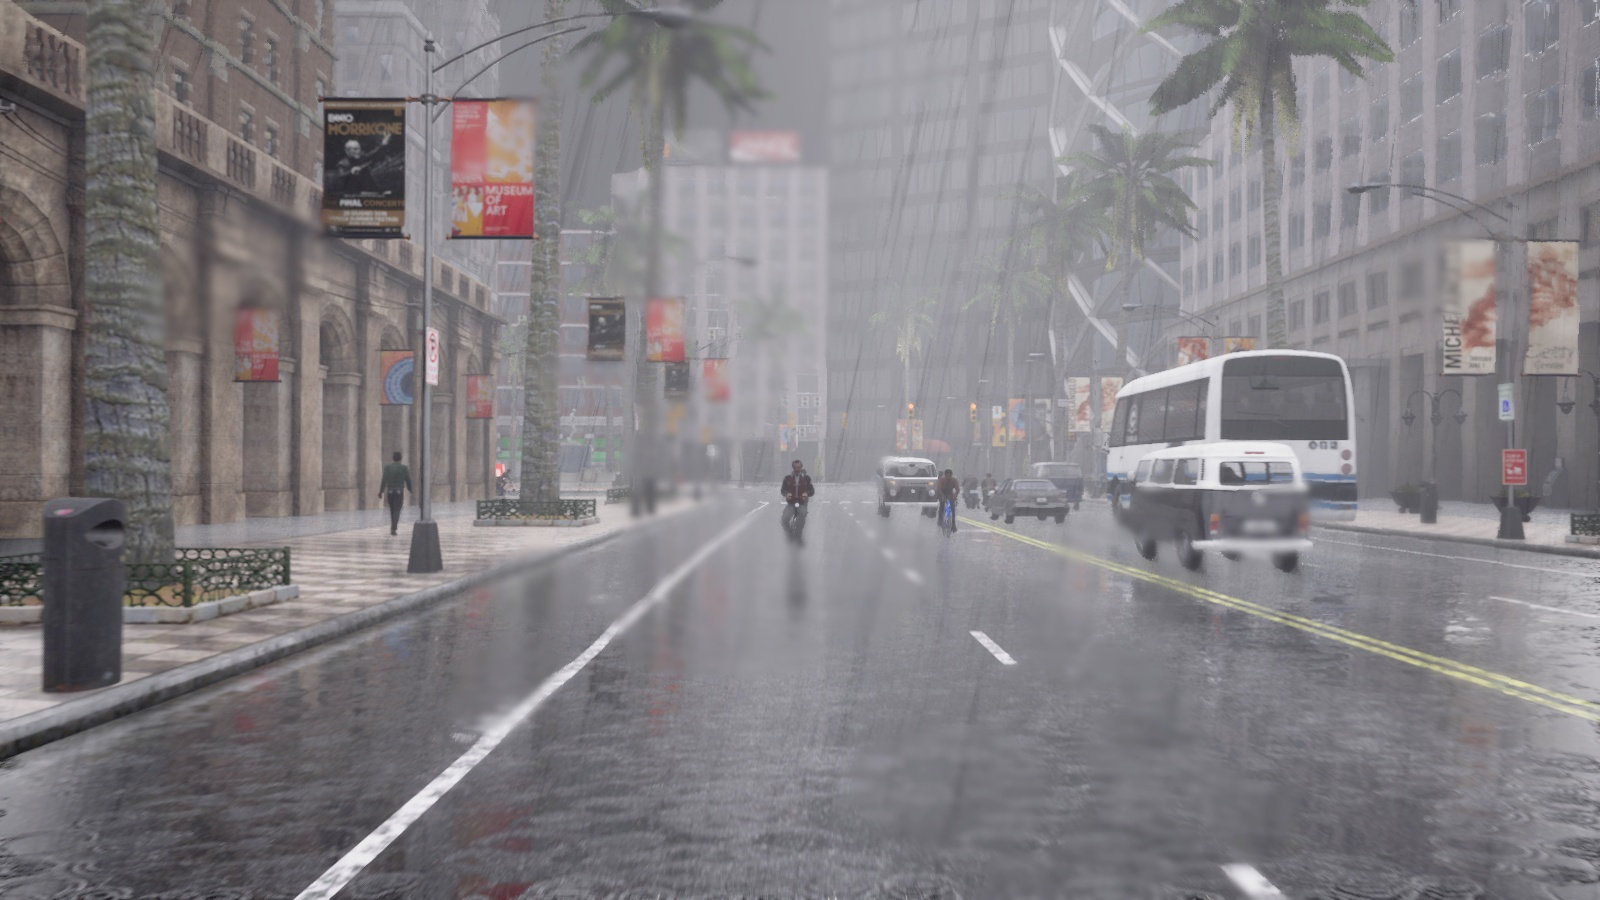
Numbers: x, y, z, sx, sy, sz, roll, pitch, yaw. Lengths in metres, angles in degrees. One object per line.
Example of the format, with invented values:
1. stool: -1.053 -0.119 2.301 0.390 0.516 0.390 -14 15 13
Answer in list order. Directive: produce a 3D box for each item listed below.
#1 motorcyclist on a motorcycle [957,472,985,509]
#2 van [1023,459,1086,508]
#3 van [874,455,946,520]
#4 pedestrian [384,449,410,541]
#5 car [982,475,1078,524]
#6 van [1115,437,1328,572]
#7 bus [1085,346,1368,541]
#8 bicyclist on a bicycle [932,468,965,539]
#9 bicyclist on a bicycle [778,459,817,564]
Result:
1. motorcyclist on a motorcycle: 7.221 1.710 53.117 0.866 1.530 2.191 0 -1 0
2. van: 10.717 1.411 53.206 1.775 1.987 4.442 0 -1 0
3. van: 3.623 1.230 42.200 2.069 2.038 4.480 0 -1 0
4. pedestrian: -8.614 0.955 26.864 0.423 1.949 0.788 0 -1 -9
5. car: 7.101 1.491 39.319 2.033 1.411 5.357 0 -1 1
6. van: 6.949 0.866 21.273 2.069 2.038 4.480 0 -1 0
7. bus: 10.530 -0.056 32.709 3.944 4.253 10.273 0 -1 1
8. bicyclist on a bicycle: 3.497 1.250 29.662 0.582 1.620 1.656 0 -1 1
9. bicyclist on a bicycle: -0.046 1.057 22.218 0.659 1.776 1.843 0 -1 0
